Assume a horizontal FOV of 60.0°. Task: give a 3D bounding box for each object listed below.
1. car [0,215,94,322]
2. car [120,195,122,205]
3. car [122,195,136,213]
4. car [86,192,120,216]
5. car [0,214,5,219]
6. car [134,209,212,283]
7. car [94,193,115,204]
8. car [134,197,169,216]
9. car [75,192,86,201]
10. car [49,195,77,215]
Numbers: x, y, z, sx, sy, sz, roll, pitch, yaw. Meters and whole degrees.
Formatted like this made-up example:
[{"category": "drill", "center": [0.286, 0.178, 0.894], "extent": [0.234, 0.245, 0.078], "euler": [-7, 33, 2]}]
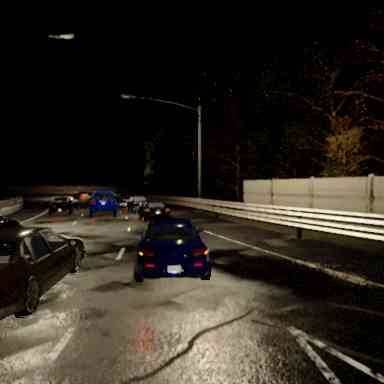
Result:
[{"category": "car", "center": [-3.818, 1.485, 7.164], "extent": [2.033, 1.411, 5.357], "euler": [0, 0, -4]}, {"category": "car", "center": [-8.919, 1.136, 42.428], "extent": [1.837, 1.490, 4.892], "euler": [0, 1, -22]}, {"category": "car", "center": [-5.366, 1.200, 32.915], "extent": [2.128, 1.511, 4.902], "euler": [0, 0, -17]}, {"category": "car", "center": [-7.685, 0.971, 28.747], "extent": [2.150, 2.045, 5.566], "euler": [0, 0, -15]}, {"category": "car", "center": [-7.887, 1.403, 12.095], "extent": [1.837, 1.490, 4.892], "euler": [0, 1, -7]}, {"category": "car", "center": [-0.572, 1.441, 9.310], "extent": [1.812, 1.442, 4.674], "euler": [0, 1, -5]}, {"category": "car", "center": [-14.032, 1.032, 53.118], "extent": [2.128, 1.511, 4.902], "euler": [0, 1, -29]}, {"category": "car", "center": [-2.853, 1.346, 24.453], "extent": [1.994, 1.385, 4.181], "euler": [0, 0, -16]}, {"category": "car", "center": [-21.920, 0.788, 65.602], "extent": [2.097, 1.767, 4.553], "euler": [-1, 1, -36]}, {"category": "car", "center": [-11.828, 1.245, 30.321], "extent": [1.837, 1.490, 4.892], "euler": [0, 0, -17]}]
